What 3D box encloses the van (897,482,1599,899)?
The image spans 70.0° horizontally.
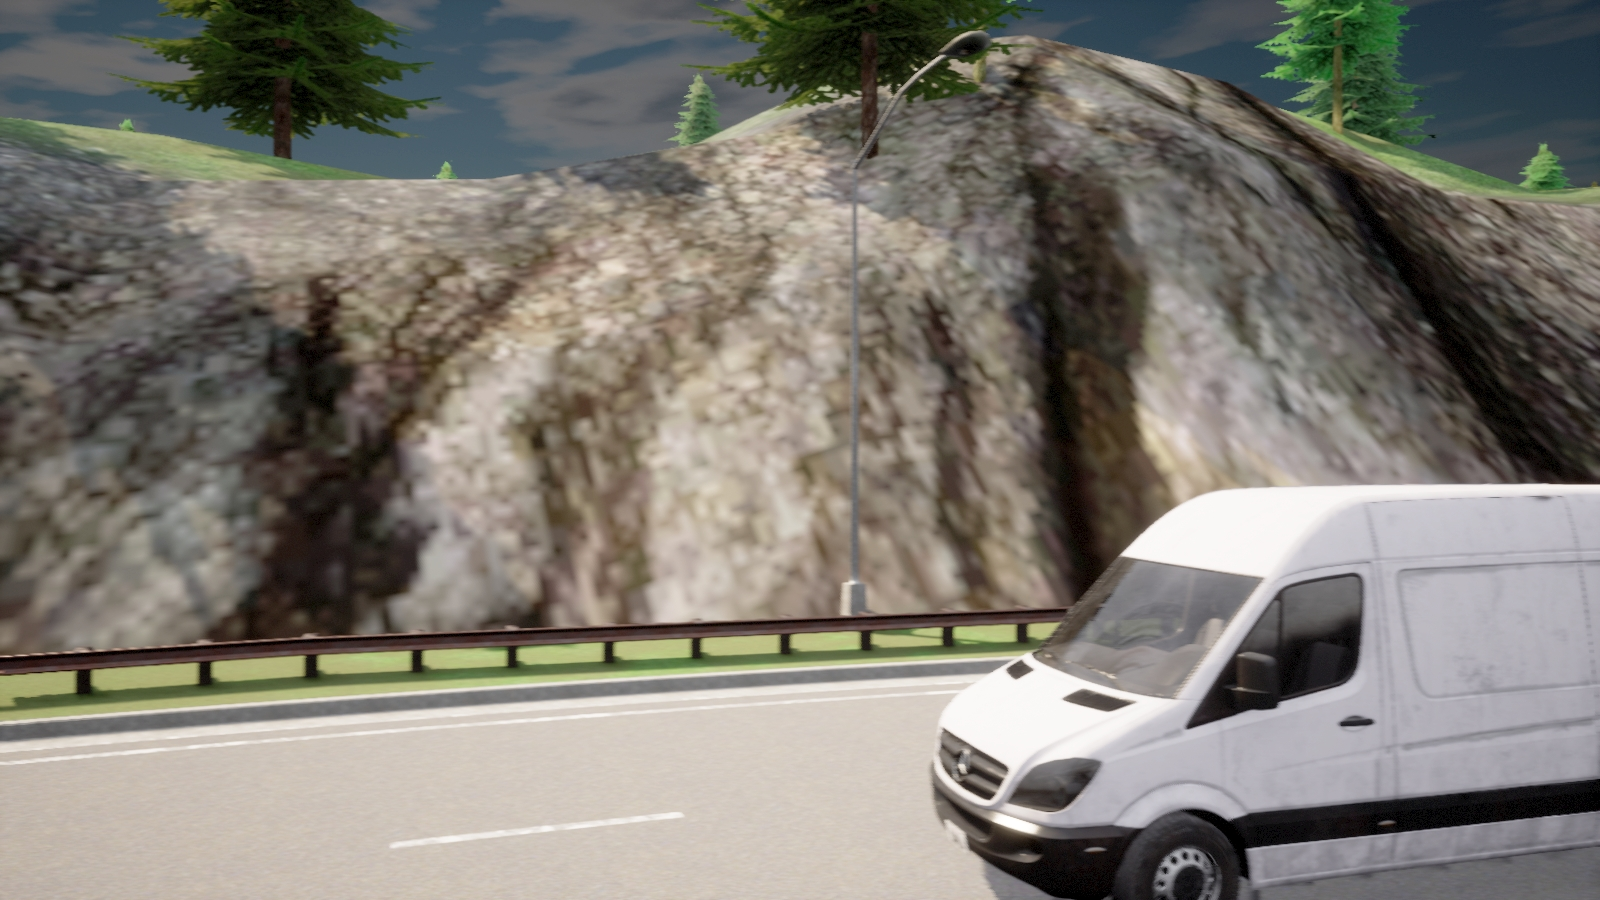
[{"bbox_3d":[3.798,1.535,7.853,5.915,2.561,1.988,0,-1,-14],"label":"van"}]
